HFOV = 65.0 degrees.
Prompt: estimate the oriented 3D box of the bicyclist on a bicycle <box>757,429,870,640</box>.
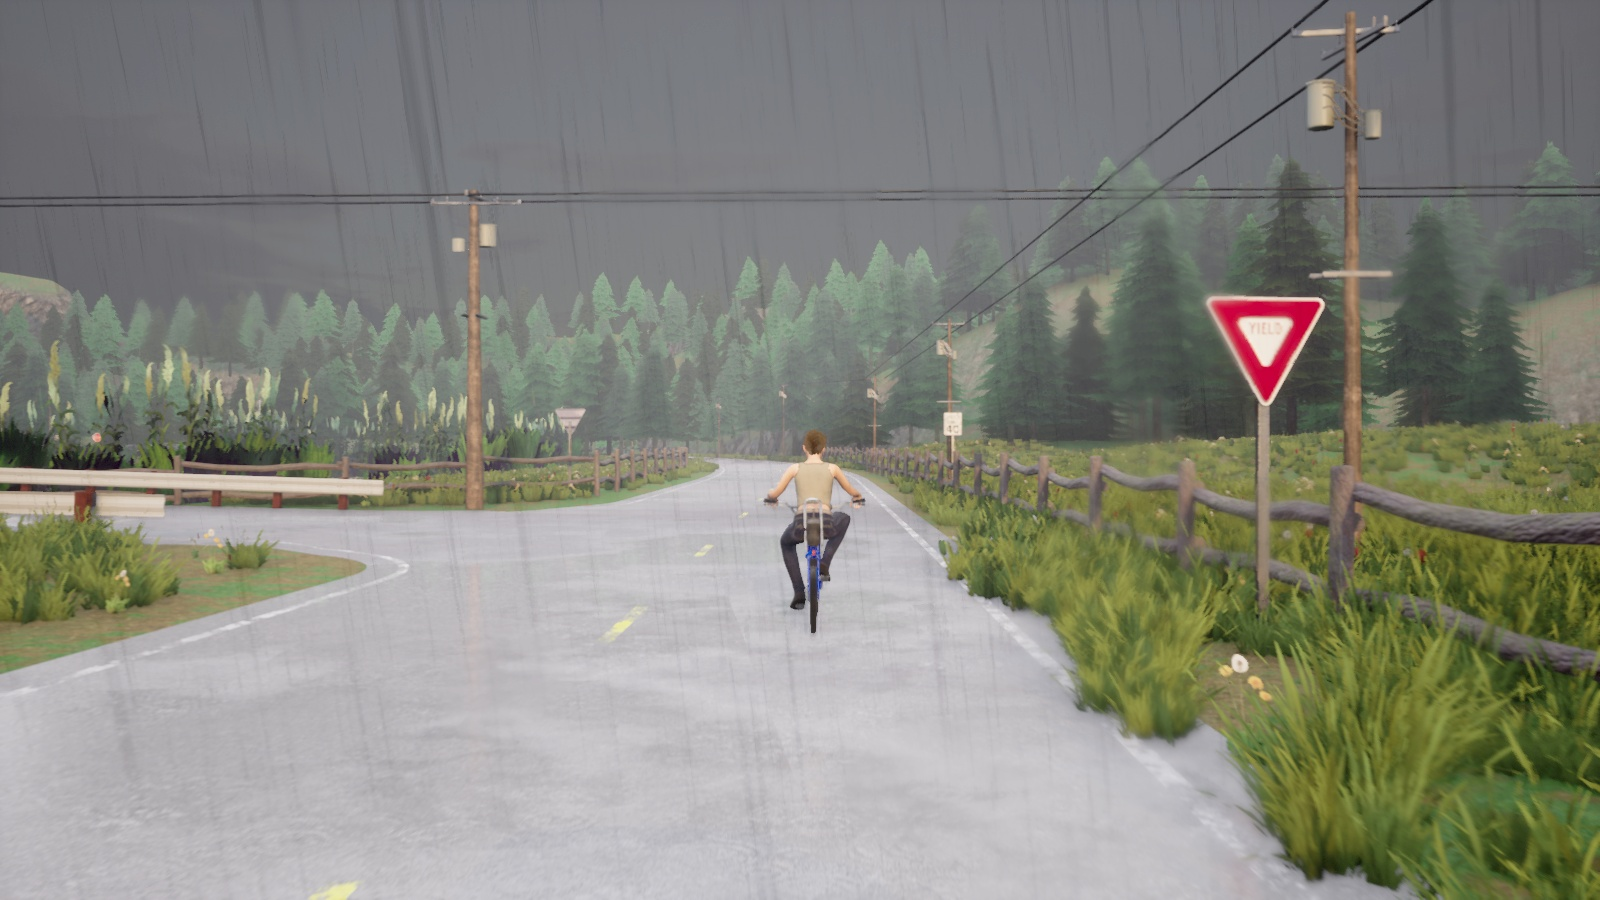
[{"bbox_3d":[0.118,0.641,10.382,0.866,1.612,1.509,0,0,1],"label":"bicyclist on a bicycle"}]
